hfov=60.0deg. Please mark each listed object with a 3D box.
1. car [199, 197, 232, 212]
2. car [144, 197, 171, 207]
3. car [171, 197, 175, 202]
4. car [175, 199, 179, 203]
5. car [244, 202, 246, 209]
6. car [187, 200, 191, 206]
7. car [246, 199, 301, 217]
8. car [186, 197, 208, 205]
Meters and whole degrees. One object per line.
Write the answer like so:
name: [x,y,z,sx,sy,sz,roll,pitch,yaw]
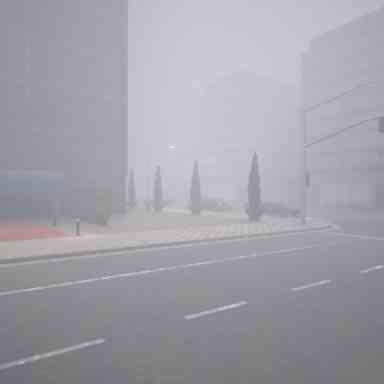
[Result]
car: [2.752,1.424,39.967,2.097,1.767,4.553,0,0,-35]
car: [-5.744,1.673,52.163,1.895,1.301,4.718,0,0,-35]
car: [-5.459,1.561,57.912,1.882,1.535,5.008,0,1,-35]
car: [-4.794,1.704,69.527,1.895,1.301,4.718,0,0,-34]
car: [8.130,1.559,38.374,1.882,1.535,5.008,0,0,-35]
car: [1.676,1.630,47.626,2.033,1.411,5.357,0,0,-35]
car: [8.110,1.619,32.247,2.033,1.411,5.357,0,0,-34]
car: [0.860,1.667,61.360,1.994,1.385,4.181,0,0,-34]
